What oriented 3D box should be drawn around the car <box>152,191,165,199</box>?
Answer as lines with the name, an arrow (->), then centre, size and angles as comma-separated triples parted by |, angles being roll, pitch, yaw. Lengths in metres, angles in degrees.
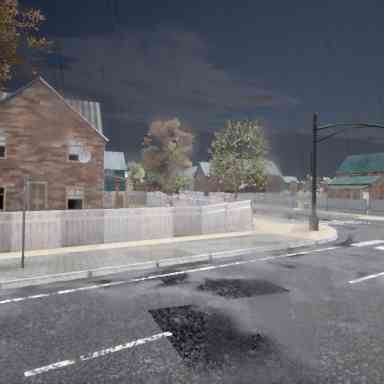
car -> -6.225, 0.639, 61.693 | 1.812, 1.442, 4.674 | 1, 1, -20
